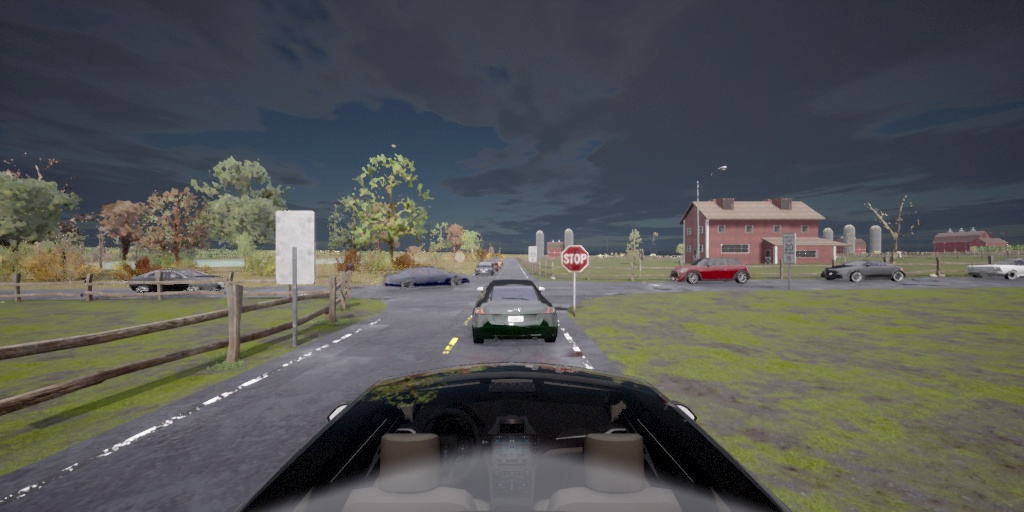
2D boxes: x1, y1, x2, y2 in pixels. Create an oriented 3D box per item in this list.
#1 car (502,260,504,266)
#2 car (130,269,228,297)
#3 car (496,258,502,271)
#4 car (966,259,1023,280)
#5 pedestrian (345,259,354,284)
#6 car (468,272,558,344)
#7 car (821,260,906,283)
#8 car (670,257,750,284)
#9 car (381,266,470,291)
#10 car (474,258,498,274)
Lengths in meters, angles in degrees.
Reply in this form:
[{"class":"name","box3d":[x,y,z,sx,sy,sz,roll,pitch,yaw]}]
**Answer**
[{"class":"car","box3d":[-2.723,1.095,56.562,2.097,1.767,4.553,0,0,1]},{"class":"car","box3d":[-19.189,1.497,20.851,4.902,1.511,2.128,-1,0,1]},{"class":"car","box3d":[-2.760,1.307,46.831,1.994,1.385,4.181,0,0,1]},{"class":"car","box3d":[32.829,0.838,23.289,4.718,1.301,1.895,-1,0,1]},{"class":"pedestrian","box3d":[-12.122,1.161,26.731,0.375,1.860,0.375,0,1,1]},{"class":"car","box3d":[-0.009,1.312,9.662,1.994,1.385,4.181,0,0,-3]},{"class":"car","box3d":[22.797,0.950,23.385,4.181,1.385,1.994,-1,0,1]},{"class":"car","box3d":[12.851,0.883,23.531,4.553,1.767,2.097,-1,0,2]},{"class":"car","box3d":[-5.458,1.346,22.748,5.357,1.411,2.033,-1,1,-26]},{"class":"car","box3d":[-2.791,1.270,37.853,1.812,1.442,4.674,0,0,0]}]
